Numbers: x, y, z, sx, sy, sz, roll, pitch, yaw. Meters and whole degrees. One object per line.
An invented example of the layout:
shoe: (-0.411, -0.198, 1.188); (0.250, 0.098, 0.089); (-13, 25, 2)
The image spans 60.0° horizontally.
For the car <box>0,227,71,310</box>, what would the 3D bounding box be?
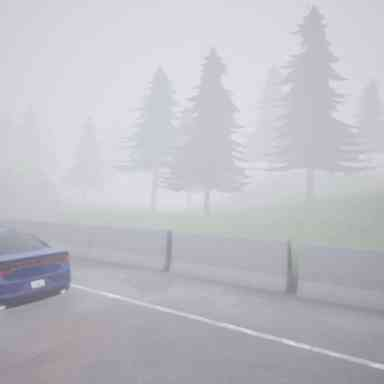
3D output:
car: (-4.774, 1.510, 7.408); (5.008, 1.535, 1.882); (0, 0, 36)
